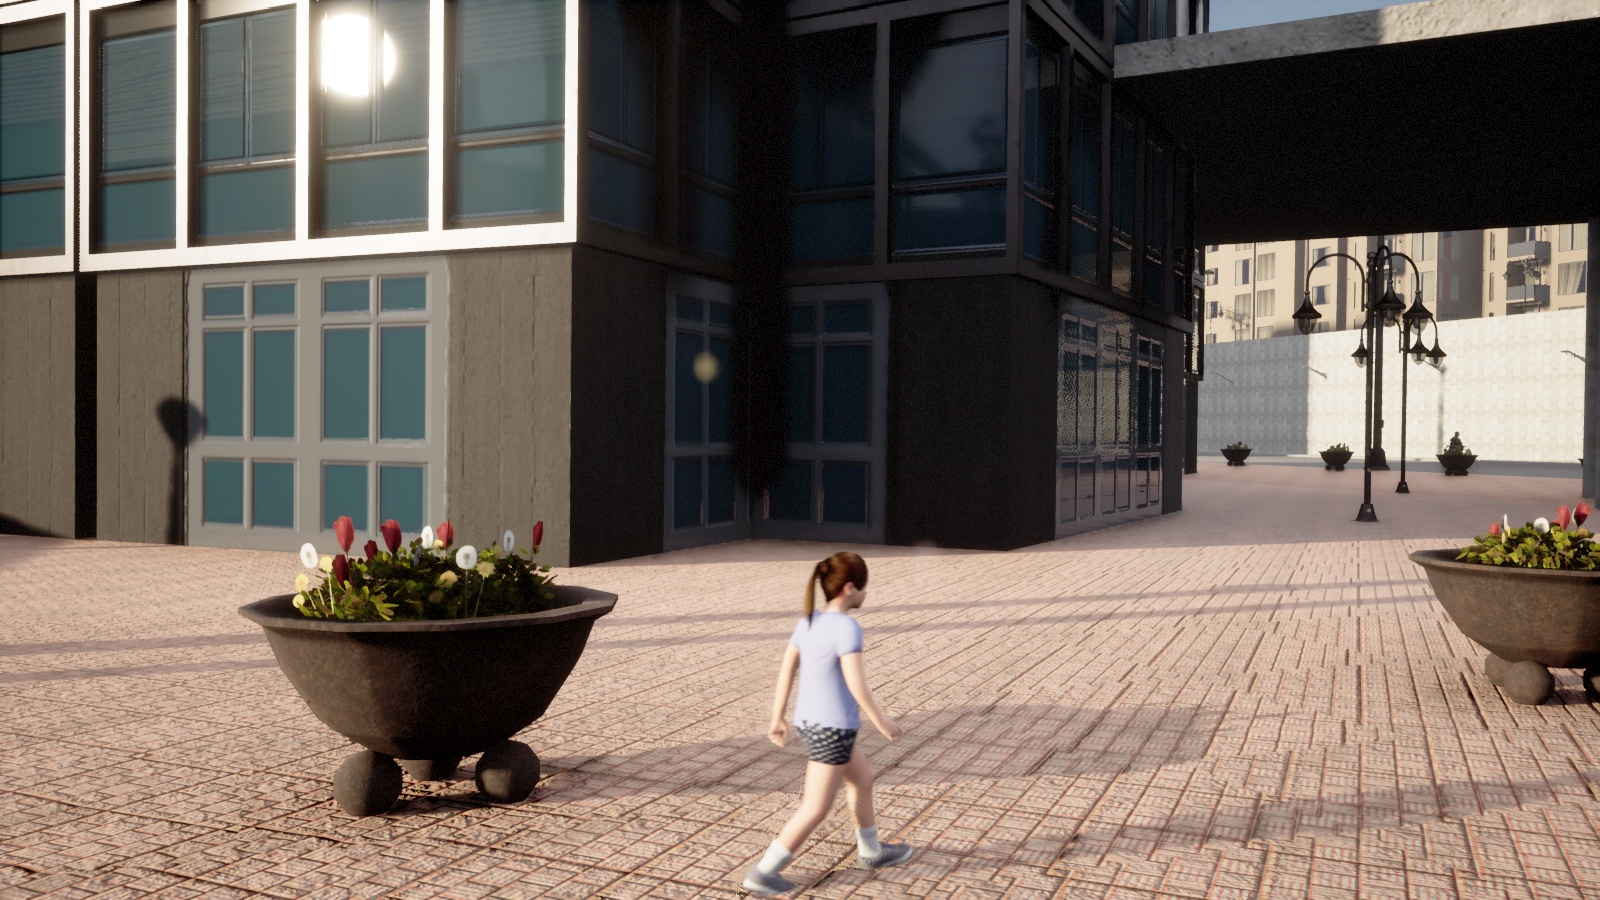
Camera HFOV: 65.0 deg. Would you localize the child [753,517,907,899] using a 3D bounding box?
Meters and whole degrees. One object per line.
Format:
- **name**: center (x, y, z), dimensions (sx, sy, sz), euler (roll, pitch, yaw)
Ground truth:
- **child**: center (0.091, 0.779, 3.893), dimensions (0.394, 1.110, 0.255), euler (-1, 1, -26)
